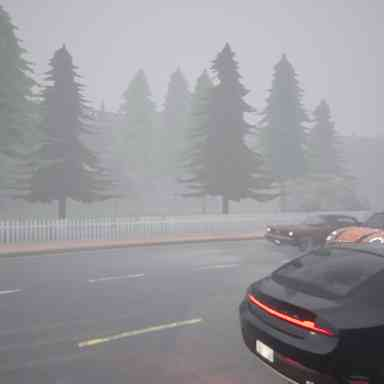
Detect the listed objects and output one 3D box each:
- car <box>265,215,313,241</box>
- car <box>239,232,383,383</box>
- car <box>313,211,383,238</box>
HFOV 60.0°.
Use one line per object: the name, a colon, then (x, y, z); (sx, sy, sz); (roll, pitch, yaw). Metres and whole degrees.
car: (5.386, 1.608, 13.603); (4.718, 1.301, 1.895); (0, 0, -20)
car: (2.997, 1.508, 4.704); (4.892, 1.490, 1.837); (0, 0, -25)
car: (6.379, 1.359, 10.231); (4.553, 1.767, 2.097); (0, 0, -20)
